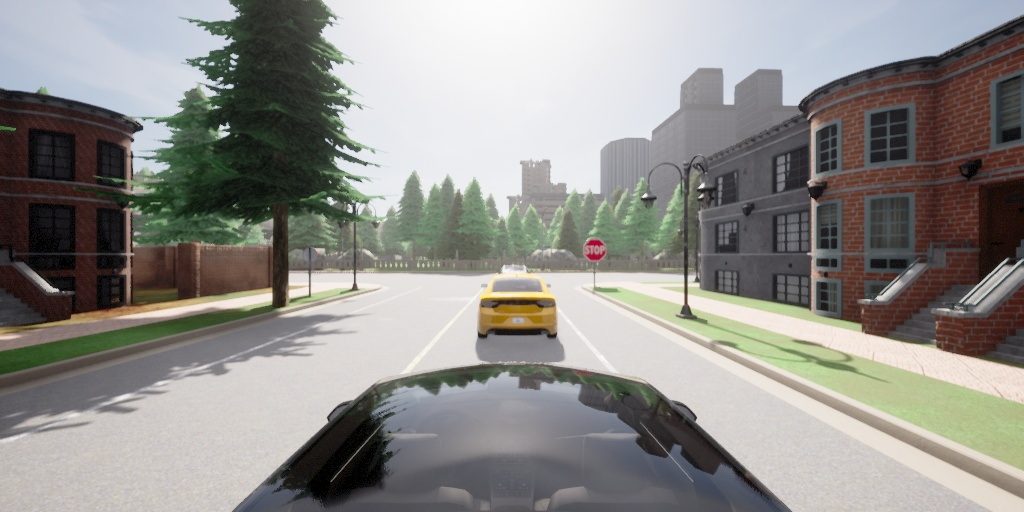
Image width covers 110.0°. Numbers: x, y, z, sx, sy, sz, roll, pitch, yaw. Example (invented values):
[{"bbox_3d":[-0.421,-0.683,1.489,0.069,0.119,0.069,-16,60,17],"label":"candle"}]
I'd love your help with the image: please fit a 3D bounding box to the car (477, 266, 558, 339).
[{"bbox_3d":[0.120,1.222,10.114,1.882,1.535,5.008,0,0,0],"label":"car"}]
